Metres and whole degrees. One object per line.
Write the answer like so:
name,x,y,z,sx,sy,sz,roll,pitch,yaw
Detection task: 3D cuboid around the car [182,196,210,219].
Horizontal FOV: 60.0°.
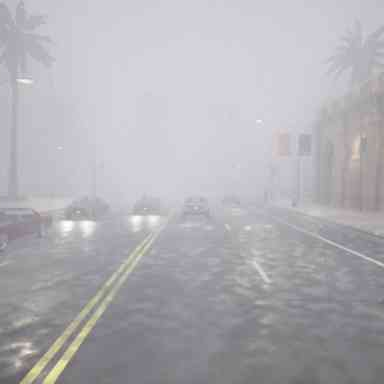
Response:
car,0.265,0.968,22.647,2.033,1.411,5.357,0,1,1

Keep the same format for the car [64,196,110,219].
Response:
car,-6.922,0.990,22.331,1.994,1.385,4.181,0,1,1

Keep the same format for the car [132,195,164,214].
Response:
car,-3.300,0.951,25.657,1.994,1.385,4.181,0,1,1

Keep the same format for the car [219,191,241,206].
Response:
car,3.948,0.638,34.849,1.812,1.442,4.674,0,1,2

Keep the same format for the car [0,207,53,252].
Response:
car,-7.050,1.279,12.410,1.895,1.301,4.718,0,1,0
